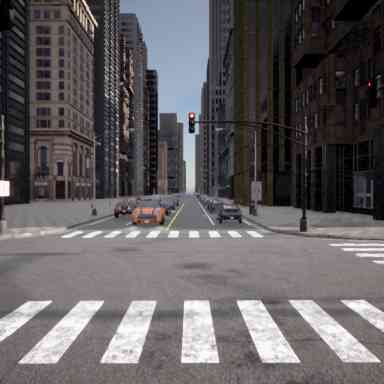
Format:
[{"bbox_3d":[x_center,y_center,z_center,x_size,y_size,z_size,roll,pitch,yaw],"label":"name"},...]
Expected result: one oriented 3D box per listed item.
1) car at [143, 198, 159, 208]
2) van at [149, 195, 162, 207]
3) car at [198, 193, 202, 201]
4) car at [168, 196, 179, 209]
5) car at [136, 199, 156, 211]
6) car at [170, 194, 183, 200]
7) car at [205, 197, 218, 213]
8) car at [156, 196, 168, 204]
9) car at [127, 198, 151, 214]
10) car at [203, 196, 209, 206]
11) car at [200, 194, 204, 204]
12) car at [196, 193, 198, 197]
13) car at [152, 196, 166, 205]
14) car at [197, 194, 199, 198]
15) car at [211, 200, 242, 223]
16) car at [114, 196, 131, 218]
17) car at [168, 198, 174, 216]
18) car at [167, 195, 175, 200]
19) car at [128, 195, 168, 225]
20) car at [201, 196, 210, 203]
[{"bbox_3d":[-5.776,1.588,47.702,1.802,1.307,4.206,0,0,0],"label":"car"},{"bbox_3d":[-5.778,1.350,53.342,1.690,1.788,3.998,0,0,0],"label":"van"},{"bbox_3d":[2.745,1.455,64.635,1.967,1.590,4.097,0,0,0],"label":"car"},{"bbox_3d":[-3.087,1.552,42.902,2.033,1.411,5.357,0,0,0],"label":"car"},{"bbox_3d":[-5.775,1.570,42.062,1.947,1.339,4.313,0,0,0],"label":"car"},{"bbox_3d":[-3.029,1.500,53.015,2.128,1.511,4.902,0,0,0],"label":"car"},{"bbox_3d":[2.752,1.554,36.432,2.008,1.369,4.403,0,0,0],"label":"car"},{"bbox_3d":[-5.780,1.540,64.454,1.752,1.417,4.829,0,0,0],"label":"car"},{"bbox_3d":[-5.774,1.443,36.421,1.967,1.590,4.097,0,0,0],"label":"car"},{"bbox_3d":[2.751,1.549,42.072,1.887,1.381,4.507,0,0,0],"label":"car"},{"bbox_3d":[2.748,1.448,53.354,1.967,1.590,4.097,0,0,0],"label":"car"},{"bbox_3d":[2.740,1.559,87.367,1.752,1.417,4.829,0,0,0],"label":"car"},{"bbox_3d":[-5.779,1.451,58.983,1.967,1.590,4.097,0,0,0],"label":"car"},{"bbox_3d":[2.743,1.568,75.915,1.887,1.381,4.507,0,0,0],"label":"car"},{"bbox_3d":[2.754,1.552,25.150,2.008,1.369,4.403,0,0,0],"label":"car"},{"bbox_3d":[-5.772,1.317,30.780,2.192,1.841,5.009,0,0,0],"label":"car"},{"bbox_3d":[-3.100,1.603,33.148,1.895,1.301,4.718,0,0,0],"label":"car"},{"bbox_3d":[-5.787,1.565,92.657,1.752,1.417,4.829,0,0,0],"label":"car"},{"bbox_3d":[-3.047,1.353,24.101,2.097,1.767,4.553,0,0,-2],"label":"car"},{"bbox_3d":[2.744,1.544,70.445,1.752,1.417,4.829,0,0,0],"label":"car"}]
